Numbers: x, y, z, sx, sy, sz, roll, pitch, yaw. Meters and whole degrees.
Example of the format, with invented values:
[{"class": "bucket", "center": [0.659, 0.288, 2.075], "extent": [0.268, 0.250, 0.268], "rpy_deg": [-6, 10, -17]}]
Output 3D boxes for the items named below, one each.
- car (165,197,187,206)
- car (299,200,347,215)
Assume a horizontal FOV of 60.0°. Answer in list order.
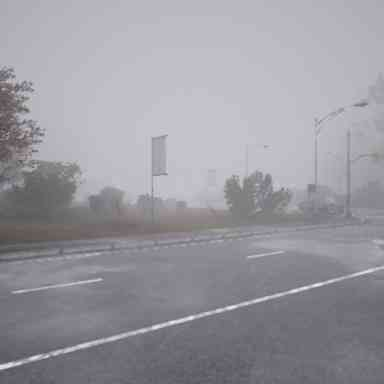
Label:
[{"class": "car", "center": [-2.679, 1.577, 54.984], "extent": [1.812, 1.442, 4.674], "rpy_deg": [0, 0, -39]}, {"class": "car", "center": [13.568, 1.560, 34.719], "extent": [2.128, 1.511, 4.902], "rpy_deg": [0, 1, -39]}]
